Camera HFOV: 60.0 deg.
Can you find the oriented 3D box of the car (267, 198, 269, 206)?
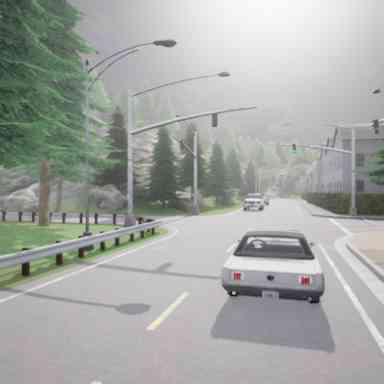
[{"bbox_3d":[12.117,1.506,56.789,2.128,1.511,4.902,0,0,16],"label":"car"}]

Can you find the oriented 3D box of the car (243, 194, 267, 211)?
[{"bbox_3d":[7.799,1.232,41.810,2.150,2.045,5.566,0,0,16],"label":"car"}]

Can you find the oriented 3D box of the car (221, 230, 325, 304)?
[{"bbox_3d":[2.048,1.603,8.245,1.895,1.301,4.718,0,0,16],"label":"car"}]

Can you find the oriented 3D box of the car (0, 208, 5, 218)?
[{"bbox_3d":[-18.329,1.584,28.674,4.181,1.385,1.994,0,0,8],"label":"car"}]
